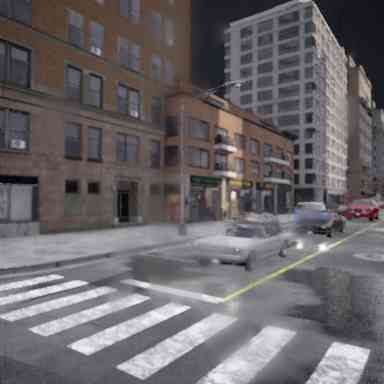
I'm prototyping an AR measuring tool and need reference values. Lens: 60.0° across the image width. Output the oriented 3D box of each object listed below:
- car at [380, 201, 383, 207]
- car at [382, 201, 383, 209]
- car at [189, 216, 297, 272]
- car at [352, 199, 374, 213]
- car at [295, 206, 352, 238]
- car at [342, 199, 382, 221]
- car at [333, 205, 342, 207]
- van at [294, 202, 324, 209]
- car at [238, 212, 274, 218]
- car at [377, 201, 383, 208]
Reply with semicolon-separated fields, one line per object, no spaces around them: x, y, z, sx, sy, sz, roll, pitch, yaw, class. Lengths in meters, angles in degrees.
44.168;2.734;75.743;1.752;1.417;4.829;0;-1;35;car
34.852;2.405;62.669;1.967;1.590;4.097;0;-1;35;car
1.905;1.754;11.649;1.895;1.301;4.718;0;-1;34;car
25.437;2.053;49.457;2.192;1.841;5.009;0;-1;35;car
7.874;1.830;20.071;2.033;1.411;5.357;0;-1;35;car
16.601;1.696;32.291;2.150;2.045;5.566;0;-1;36;car
16.018;2.072;36.241;1.887;1.381;4.507;0;-1;35;car
9.742;1.730;27.433;1.690;1.788;3.998;0;-1;35;van
3.462;1.803;18.622;2.008;1.369;4.403;0;-1;35;car
41.128;2.678;71.477;2.008;1.369;4.403;0;-1;35;car
